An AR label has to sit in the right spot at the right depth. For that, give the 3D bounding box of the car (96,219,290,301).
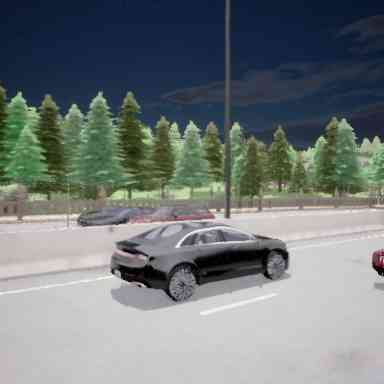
[{"bbox_3d":[0.428,1.496,8.347,4.902,1.511,2.128,0,0,-36],"label":"car"}]

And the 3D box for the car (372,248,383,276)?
[{"bbox_3d":[6.653,1.616,8.490,4.718,1.301,1.895,0,0,-36],"label":"car"}]

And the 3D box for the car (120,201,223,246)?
[{"bbox_3d":[-0.939,1.364,16.096,4.553,1.767,2.097,0,0,-36],"label":"car"}]
